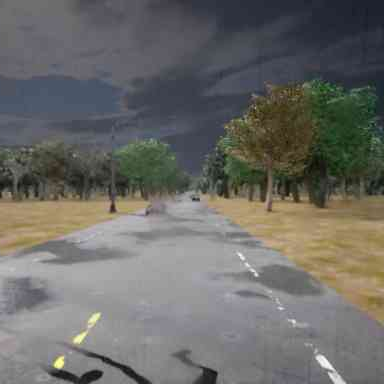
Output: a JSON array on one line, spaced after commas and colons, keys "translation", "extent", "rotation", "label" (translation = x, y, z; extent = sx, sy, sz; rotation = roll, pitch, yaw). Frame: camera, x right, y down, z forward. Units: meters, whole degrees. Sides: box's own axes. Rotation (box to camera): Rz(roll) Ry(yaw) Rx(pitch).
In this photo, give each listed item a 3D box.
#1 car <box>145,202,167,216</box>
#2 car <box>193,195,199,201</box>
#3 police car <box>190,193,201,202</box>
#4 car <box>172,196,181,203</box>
[{"translation": [-3.584, 1.665, 33.905], "extent": [1.994, 1.385, 4.181], "rotation": [0, 0, 0], "label": "car"}, {"translation": [1.070, 1.694, 91.254], "extent": [1.837, 1.490, 4.892], "rotation": [0, 0, 0], "label": "car"}, {"translation": [1.067, 1.607, 81.360], "extent": [1.930, 1.638, 5.238], "rotation": [0, 0, 0], "label": "police car"}, {"translation": [-3.483, 1.672, 76.169], "extent": [2.128, 1.511, 4.902], "rotation": [0, 0, 0], "label": "car"}]
